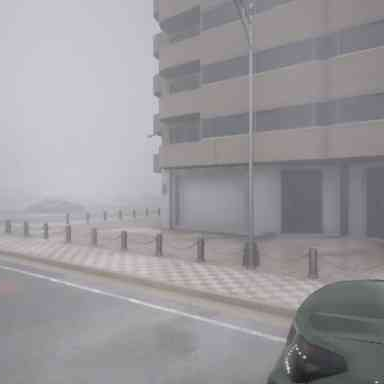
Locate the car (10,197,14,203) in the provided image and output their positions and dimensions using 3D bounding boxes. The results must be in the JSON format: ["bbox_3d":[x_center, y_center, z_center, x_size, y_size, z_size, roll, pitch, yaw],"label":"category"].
[{"bbox_3d":[-38.058,1.408,74.821,1.784,1.438,3.905,0,0,35],"label":"car"}]

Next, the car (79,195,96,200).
[{"bbox_3d":[-28.032,1.440,89.124,1.970,1.475,3.806,0,0,35],"label":"car"}]

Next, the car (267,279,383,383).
[{"bbox_3d":[3.235,1.223,1.698,5.566,2.045,2.150,0,0,36],"label":"car"}]

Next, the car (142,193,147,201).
[{"bbox_3d":[-9.592,1.204,76.199,1.905,1.878,3.866,0,0,35],"label":"car"}]

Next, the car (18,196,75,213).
[{"bbox_3d":[-16.209,1.541,37.266,2.128,1.511,4.902,0,0,35],"label":"car"}]

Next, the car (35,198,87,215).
[{"bbox_3d":[-13.642,1.614,34.828,1.994,1.385,4.181,0,0,35],"label":"car"}]

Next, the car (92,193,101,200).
[{"bbox_3d":[-25.669,1.201,87.450,1.905,1.878,3.866,0,0,35],"label":"car"}]

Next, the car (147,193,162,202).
[{"bbox_3d":[-7.255,1.201,74.491,1.932,1.855,4.605,0,0,35],"label":"car"}]

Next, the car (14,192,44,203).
[{"bbox_3d":[-35.725,1.198,73.103,1.932,1.855,4.605,0,0,35],"label":"car"}]

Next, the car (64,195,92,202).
[{"bbox_3d":[-21.847,1.443,63.463,1.970,1.475,3.806,0,0,35],"label":"car"}]
